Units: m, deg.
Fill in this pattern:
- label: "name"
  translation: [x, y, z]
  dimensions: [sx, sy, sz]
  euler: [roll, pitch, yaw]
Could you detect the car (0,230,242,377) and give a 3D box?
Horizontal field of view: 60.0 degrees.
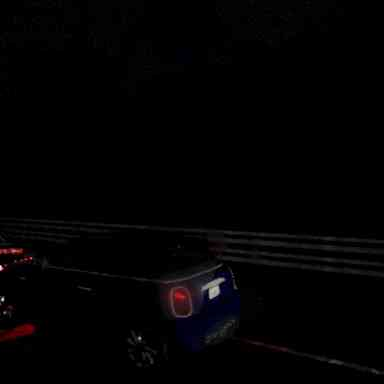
- label: "car"
  translation: [-1.507, 1.482, 5.927]
  dimensions: [4.553, 1.767, 2.097]
  euler: [0, -2, 31]
